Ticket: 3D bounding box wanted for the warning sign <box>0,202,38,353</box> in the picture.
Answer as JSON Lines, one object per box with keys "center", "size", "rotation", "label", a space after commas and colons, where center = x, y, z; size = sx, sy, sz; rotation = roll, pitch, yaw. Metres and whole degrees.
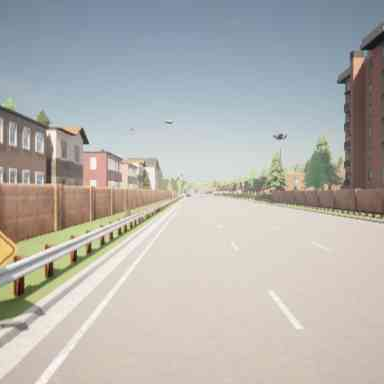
{"center": [-3.050, 1.087, 4.646], "size": [1.300, 1.860, 1.060], "rotation": [0, 0, 0], "label": "warning sign"}
